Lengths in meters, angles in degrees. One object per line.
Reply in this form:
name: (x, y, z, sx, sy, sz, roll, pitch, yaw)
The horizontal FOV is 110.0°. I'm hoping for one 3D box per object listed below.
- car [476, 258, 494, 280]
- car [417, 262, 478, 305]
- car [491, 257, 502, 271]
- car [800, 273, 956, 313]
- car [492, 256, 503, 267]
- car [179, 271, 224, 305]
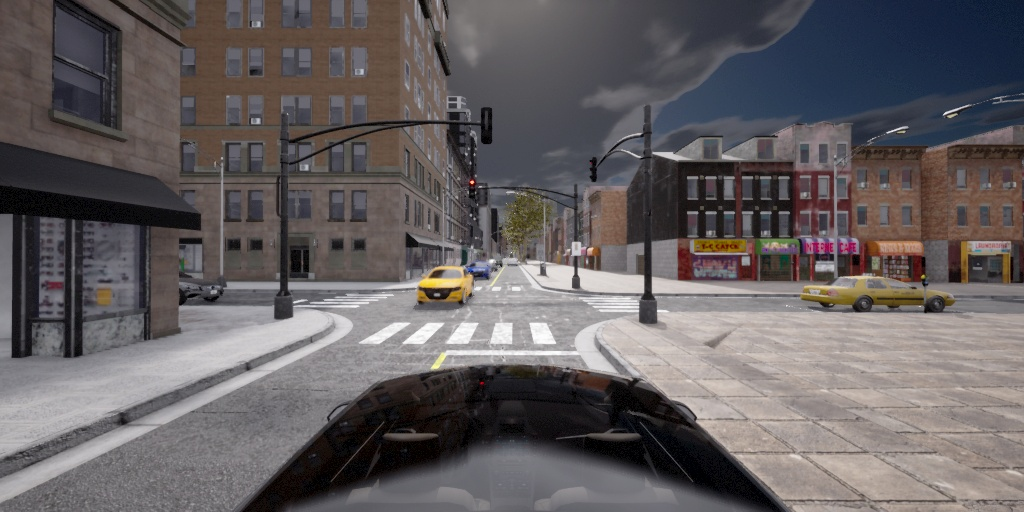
car: (-2.858, 1.214, 31.279, 1.882, 1.535, 5.008, 0, 0, 0)
car: (-2.847, 1.218, 16.141, 1.882, 1.535, 5.008, 0, 0, 0)
car: (-2.856, 1.221, 47.274, 2.128, 1.511, 4.902, 0, 0, 0)
car: (13.881, 1.346, 13.694, 4.829, 1.417, 1.751, 0, 0, 0)
car: (-2.770, 0.937, 63.672, 2.150, 2.045, 5.566, 0, 0, 0)
car: (-14.412, 1.195, 14.520, 4.674, 1.442, 1.812, 0, 0, 0)
